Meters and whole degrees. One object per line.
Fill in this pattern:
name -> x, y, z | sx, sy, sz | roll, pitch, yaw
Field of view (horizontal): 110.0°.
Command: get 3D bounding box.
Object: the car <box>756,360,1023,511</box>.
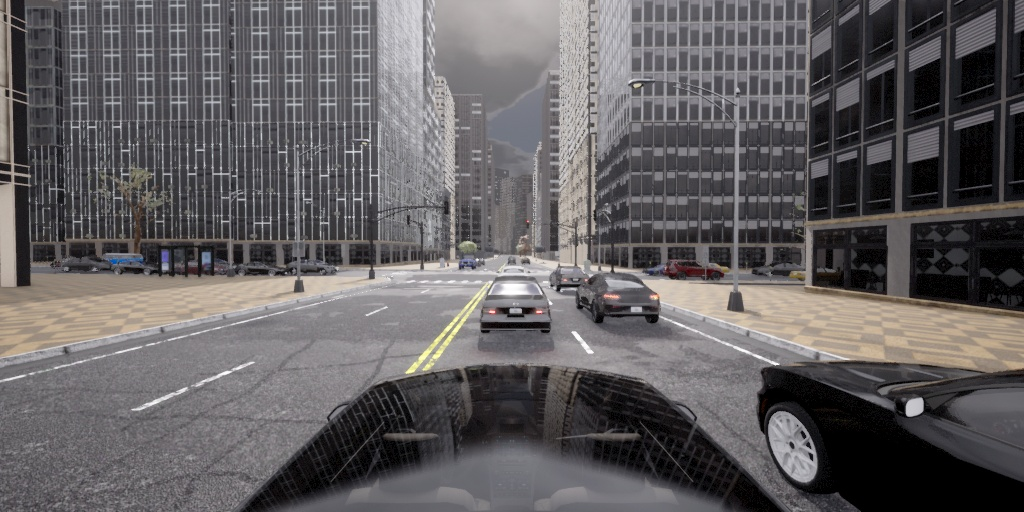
car -> 3.345, 1.228, 1.505 | 1.882, 1.535, 5.008 | 0, 0, 0

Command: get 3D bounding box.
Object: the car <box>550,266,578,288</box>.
car -> 3.339, 1.286, 21.347 | 2.033, 1.411, 5.357 | 0, 0, 0

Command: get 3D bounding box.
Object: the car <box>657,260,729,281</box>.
car -> 16.173, 1.267, 32.174 | 5.009, 1.841, 2.192 | 0, 0, 1

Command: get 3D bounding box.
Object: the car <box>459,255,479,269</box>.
car -> -6.633, 0.933, 53.897 | 2.150, 2.045, 5.566 | 0, 0, 0

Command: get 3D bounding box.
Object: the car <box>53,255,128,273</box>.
car -> -41.997, 0.890, 35.773 | 4.892, 1.490, 1.837 | 1, 1, 1

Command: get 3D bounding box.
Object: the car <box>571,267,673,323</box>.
car -> 3.345, 1.271, 11.936 | 1.812, 1.442, 4.674 | 0, 0, 0

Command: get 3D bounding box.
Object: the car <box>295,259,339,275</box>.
car -> -19.603, 1.082, 35.319 | 4.902, 1.511, 2.128 | 1, 1, 1

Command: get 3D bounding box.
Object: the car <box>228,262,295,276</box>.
car -> -22.752, 1.172, 32.675 | 4.313, 1.339, 1.948 | 0, 0, 1

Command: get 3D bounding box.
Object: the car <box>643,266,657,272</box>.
car -> 16.700, 1.410, 37.944 | 5.357, 1.411, 2.033 | 0, 1, 1

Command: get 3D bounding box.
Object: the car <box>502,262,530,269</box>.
car -> 0.088, 1.265, 20.257 | 1.812, 1.442, 4.674 | 0, 0, 0

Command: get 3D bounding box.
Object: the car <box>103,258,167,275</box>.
car -> -34.117, 1.068, 32.973 | 4.313, 1.339, 1.948 | 0, 0, 1

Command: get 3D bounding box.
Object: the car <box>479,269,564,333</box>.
car -> 0.096, 1.293, 10.666 | 2.033, 1.411, 5.357 | 0, 0, 0

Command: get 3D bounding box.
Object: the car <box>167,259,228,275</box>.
car -> -28.436, 1.136, 32.804 | 4.207, 1.307, 1.802 | 0, 0, 1

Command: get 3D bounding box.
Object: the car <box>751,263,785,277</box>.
car -> 27.954, 1.466, 37.756 | 4.892, 1.490, 1.837 | 0, 1, 1

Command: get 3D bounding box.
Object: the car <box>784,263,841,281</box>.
car -> 27.622, 1.577, 31.985 | 4.829, 1.417, 1.751 | 0, 0, 1

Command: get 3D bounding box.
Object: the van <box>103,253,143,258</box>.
van -> -45.314, 0.603, 41.626 | 3.998, 1.789, 1.690 | 0, 0, 1

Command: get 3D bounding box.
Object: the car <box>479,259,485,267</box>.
car -> -6.606, 1.191, 63.815 | 2.128, 1.511, 4.902 | 0, 0, 0
